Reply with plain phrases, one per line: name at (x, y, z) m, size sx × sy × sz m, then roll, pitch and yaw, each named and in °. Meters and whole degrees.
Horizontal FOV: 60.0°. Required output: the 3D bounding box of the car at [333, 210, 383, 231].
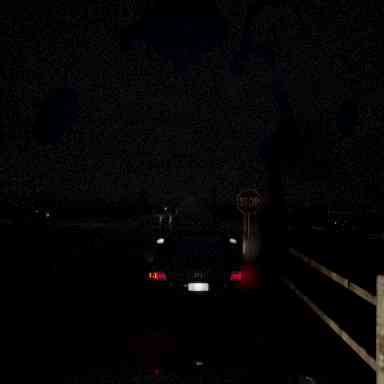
car at (12.643, 2.053, 23.767) m, size 4.892 × 1.490 × 1.837 m, roll 2°, pitch 0°, yaw -2°

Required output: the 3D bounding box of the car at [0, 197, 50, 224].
car at (-11.497, 1.099, 20.894) m, size 4.902 × 1.511 × 2.128 m, roll 2°, pitch 0°, yaw 0°

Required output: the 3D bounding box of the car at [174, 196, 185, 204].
car at (-2.606, 1.607, 68.838) m, size 2.033 × 1.411 × 5.357 m, roll 0°, pitch 0°, yaw 0°

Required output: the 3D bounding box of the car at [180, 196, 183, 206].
car at (-2.734, 1.591, 47.441) m, size 1.994 × 1.385 × 4.181 m, roll 0°, pitch 0°, yaw 0°

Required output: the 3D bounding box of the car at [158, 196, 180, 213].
car at (-2.763, 1.511, 37.446) m, size 2.128 × 1.511 × 4.902 m, roll 0°, pitch 0°, yaw 0°

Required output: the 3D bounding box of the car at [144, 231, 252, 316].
car at (0.112, 1.565, 7.595) m, size 1.994 × 1.385 × 4.181 m, roll 0°, pitch 0°, yaw 0°
